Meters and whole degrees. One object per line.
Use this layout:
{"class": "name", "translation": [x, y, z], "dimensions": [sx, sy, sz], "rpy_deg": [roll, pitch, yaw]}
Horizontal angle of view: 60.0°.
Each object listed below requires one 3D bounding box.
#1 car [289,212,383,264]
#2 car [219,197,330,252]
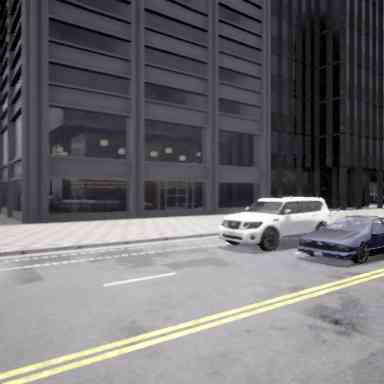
{"class": "car", "translation": [6.161, 1.572, 12.071], "dimensions": [5.357, 1.411, 2.033], "rpy_deg": [0, 0, -35]}
{"class": "car", "translation": [3.764, 1.245, 14.354], "dimensions": [5.566, 2.045, 2.150], "rpy_deg": [0, 0, -36]}
